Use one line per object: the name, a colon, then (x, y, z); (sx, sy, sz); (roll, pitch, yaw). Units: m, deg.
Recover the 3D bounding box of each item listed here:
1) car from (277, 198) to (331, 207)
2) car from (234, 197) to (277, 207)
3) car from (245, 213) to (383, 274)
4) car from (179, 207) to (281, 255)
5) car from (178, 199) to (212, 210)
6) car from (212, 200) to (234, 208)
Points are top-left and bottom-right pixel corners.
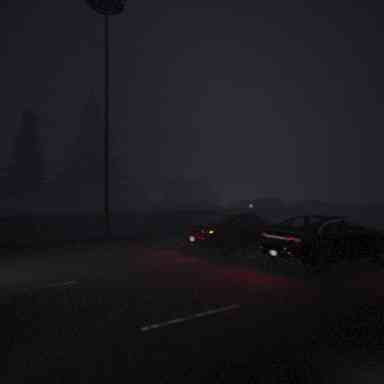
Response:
car: (10.392, 1.460, 29.842); (4.892, 1.490, 1.837); (0, 0, -25)
car: (6.763, 1.300, 31.970); (4.553, 1.767, 2.097); (0, 0, -26)
car: (4.340, 1.476, 10.533); (4.902, 1.511, 2.128); (0, 0, -31)
car: (1.963, 1.503, 13.190); (4.674, 1.442, 1.812); (0, 0, -32)
car: (0.689, 1.459, 36.746); (4.674, 1.442, 1.812); (0, 0, -27)
car: (5.016, 1.418, 35.024); (5.008, 1.535, 1.882); (0, 0, -26)
